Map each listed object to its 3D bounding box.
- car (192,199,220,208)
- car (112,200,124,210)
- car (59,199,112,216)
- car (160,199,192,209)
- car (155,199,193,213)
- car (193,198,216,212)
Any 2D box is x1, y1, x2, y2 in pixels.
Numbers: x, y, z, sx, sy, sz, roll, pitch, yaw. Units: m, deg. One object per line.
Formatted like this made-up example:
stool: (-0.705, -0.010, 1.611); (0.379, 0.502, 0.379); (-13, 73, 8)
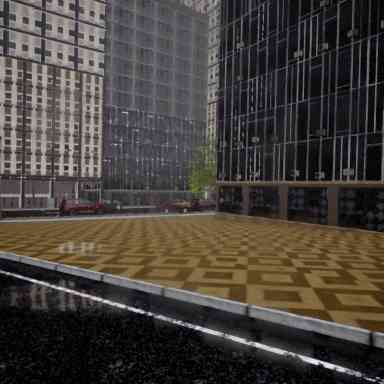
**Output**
car: (2.365, 1.873, 55.621); (4.313, 1.339, 1.947); (1, 1, -34)
car: (-11.667, 1.721, 46.011); (4.403, 1.369, 2.008); (1, 1, -34)
car: (-11.888, 1.645, 36.303); (5.009, 1.841, 2.192); (1, 1, -34)
car: (-2.452, 1.785, 52.321); (4.829, 1.417, 1.752); (1, 1, -34)
car: (-2.539, 1.966, 42.714); (4.507, 1.381, 1.887); (1, 1, -34)
car: (2.143, 1.782, 45.913); (5.009, 1.841, 2.192); (1, 1, -34)
